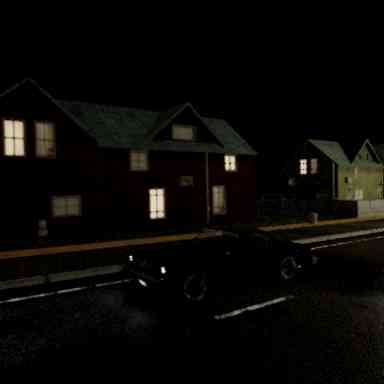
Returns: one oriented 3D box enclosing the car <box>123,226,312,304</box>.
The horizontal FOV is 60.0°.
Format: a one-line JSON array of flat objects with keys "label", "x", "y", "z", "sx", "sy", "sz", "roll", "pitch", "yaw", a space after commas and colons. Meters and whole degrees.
[{"label": "car", "x": 0.778, "y": 1.573, "z": 8.228, "sx": 4.718, "sy": 1.301, "sz": 1.895, "roll": 0, "pitch": 0, "yaw": -35}]
